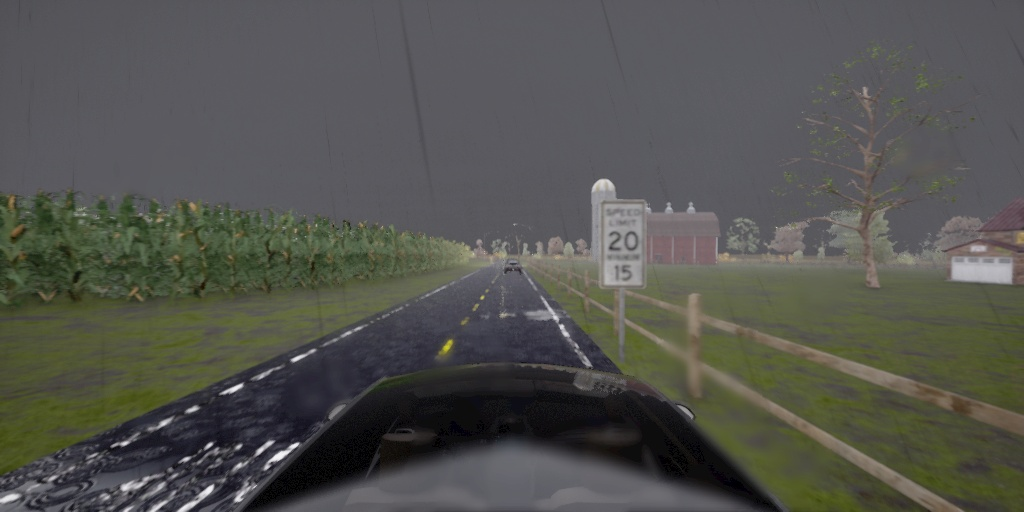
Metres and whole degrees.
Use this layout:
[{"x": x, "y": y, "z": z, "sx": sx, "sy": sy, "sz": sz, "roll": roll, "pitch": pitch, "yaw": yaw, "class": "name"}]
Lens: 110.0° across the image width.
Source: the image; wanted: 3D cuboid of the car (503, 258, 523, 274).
[{"x": 0.114, "y": 1.085, "z": 38.262, "sx": 1.837, "sy": 1.490, "sz": 4.892, "roll": 0, "pitch": 0, "yaw": 0, "class": "car"}]
